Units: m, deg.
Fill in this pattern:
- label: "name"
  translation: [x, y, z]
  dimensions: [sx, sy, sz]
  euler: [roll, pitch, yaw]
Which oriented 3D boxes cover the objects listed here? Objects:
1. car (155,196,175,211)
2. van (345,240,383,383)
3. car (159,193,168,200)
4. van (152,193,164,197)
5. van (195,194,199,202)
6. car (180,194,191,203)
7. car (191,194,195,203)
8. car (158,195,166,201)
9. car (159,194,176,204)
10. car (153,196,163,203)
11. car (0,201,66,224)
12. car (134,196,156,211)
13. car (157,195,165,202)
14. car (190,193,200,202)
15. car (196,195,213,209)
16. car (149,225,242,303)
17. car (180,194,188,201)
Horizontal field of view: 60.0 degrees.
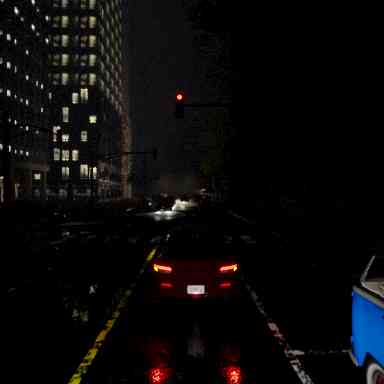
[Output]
- label: "car"
  translation: [-3.415, 1.551, 40.418]
  dimensions: [1.994, 1.385, 4.181]
  euler: [0, 0, -3]
- label: "van"
  translation: [2.558, 1.341, 2.132]
  dimensions: [1.690, 1.788, 3.998]
  euler: [0, 0, 0]
- label: "car"
  translation: [-8.094, 1.252, 95.181]
  dimensions: [2.192, 1.841, 5.009]
  euler: [0, 0, -3]
- label: "van"
  translation: [-6.637, 1.314, 61.926]
  dimensions: [1.690, 1.788, 3.998]
  euler: [0, 0, -2]
- label: "van"
  translation: [1.738, 1.322, 51.219]
  dimensions: [1.690, 1.788, 3.998]
  euler: [0, 0, -2]
- label: "car"
  translation: [-1.495, 1.552, 70.602]
  dimensions: [1.895, 1.301, 4.718]
  euler: [0, 0, -2]
- label: "car"
  translation: [1.171, 1.492, 68.013]
  dimensions: [1.752, 1.417, 4.829]
  euler: [0, 0, -2]
- label: "car"
  translation: [-7.544, 1.532, 84.100]
  dimensions: [1.802, 1.307, 4.206]
  euler: [0, 0, -3]
- label: "car"
  translation: [-3.659, 1.486, 50.453]
  dimensions: [1.837, 1.490, 4.892]
  euler: [0, 0, -1]
- label: "car"
  translation: [-6.839, 1.512, 67.469]
  dimensions: [1.887, 1.381, 4.507]
  euler: [0, 0, -2]
- label: "car"
  translation: [-11.281, 1.394, 22.945]
  dimensions: [4.892, 1.490, 1.837]
  euler: [0, 1, -4]
- label: "car"
  translation: [-5.840, 1.539, 39.755]
  dimensions: [2.008, 1.369, 4.403]
  euler: [0, 0, -1]
- label: "car"
  translation: [-7.292, 1.501, 78.556]
  dimensions: [1.887, 1.381, 4.507]
  euler: [0, 0, -2]
- label: "car"
  translation: [0.724, 1.271, 78.931]
  dimensions: [2.192, 1.841, 5.009]
  euler: [0, 0, -3]
- label: "car"
  translation: [1.890, 1.509, 45.847]
  dimensions: [1.752, 1.417, 4.829]
  euler: [0, 0, -2]
- label: "car"
  translation: [0.052, 1.525, 8.067]
  dimensions: [1.812, 1.442, 4.674]
  euler: [0, 0, 0]
- label: "car"
  translation: [-1.916, 1.264, 80.577]
  dimensions: [1.882, 1.535, 5.008]
  euler: [0, 0, -3]
